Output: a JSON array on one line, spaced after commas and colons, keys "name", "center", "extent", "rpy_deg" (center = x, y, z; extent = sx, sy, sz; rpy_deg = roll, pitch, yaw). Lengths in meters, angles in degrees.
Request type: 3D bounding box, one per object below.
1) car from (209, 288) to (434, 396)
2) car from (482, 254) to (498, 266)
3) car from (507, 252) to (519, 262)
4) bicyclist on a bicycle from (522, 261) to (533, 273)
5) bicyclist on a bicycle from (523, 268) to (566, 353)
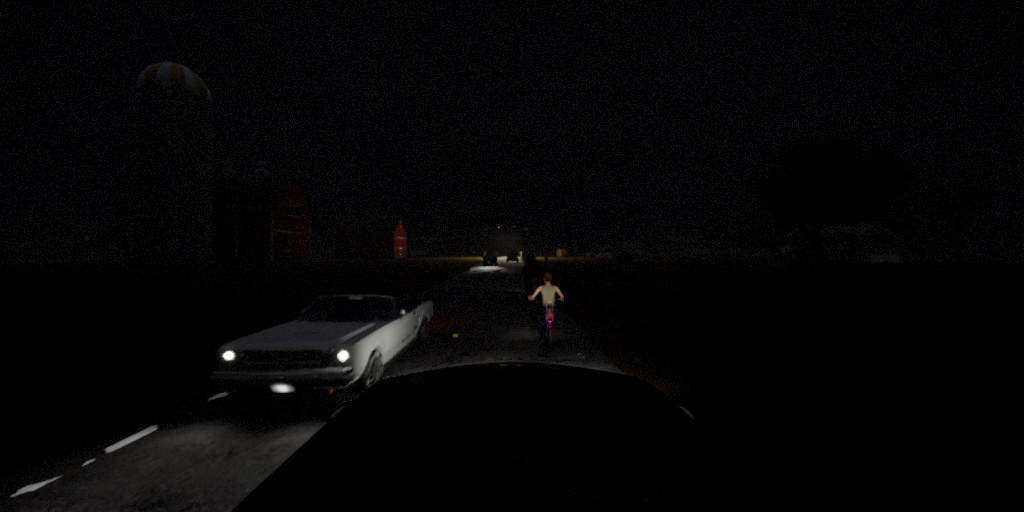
[{"name": "car", "center": [-2.851, 1.319, 6.659], "extent": [1.895, 1.301, 4.718], "rpy_deg": [0, 0, 0]}, {"name": "car", "center": [-2.844, 0.515, 47.008], "extent": [2.128, 1.511, 4.902], "rpy_deg": [0, 1, 0]}, {"name": "car", "center": [0.094, 0.332, 59.576], "extent": [1.994, 1.385, 4.181], "rpy_deg": [0, 1, 0]}, {"name": "bicyclist on a bicycle", "center": [0.756, 1.064, 16.622], "extent": [0.582, 1.620, 1.656], "rpy_deg": [0, 1, 0]}, {"name": "bicyclist on a bicycle", "center": [0.756, 1.146, 7.691], "extent": [0.866, 1.612, 1.509], "rpy_deg": [0, 0, 0]}]
